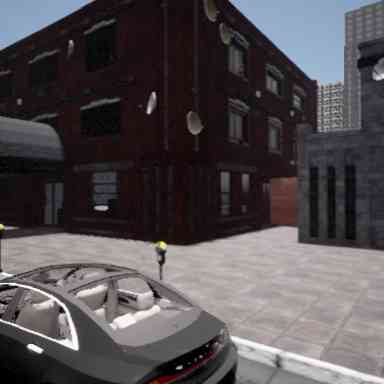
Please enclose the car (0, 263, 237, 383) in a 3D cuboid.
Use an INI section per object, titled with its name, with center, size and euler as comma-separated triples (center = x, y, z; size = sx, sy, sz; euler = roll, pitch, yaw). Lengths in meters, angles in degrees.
[car]
center = -1.606, 1.564, 4.020
size = 4.403, 1.369, 2.008
euler = 0, 0, 35
